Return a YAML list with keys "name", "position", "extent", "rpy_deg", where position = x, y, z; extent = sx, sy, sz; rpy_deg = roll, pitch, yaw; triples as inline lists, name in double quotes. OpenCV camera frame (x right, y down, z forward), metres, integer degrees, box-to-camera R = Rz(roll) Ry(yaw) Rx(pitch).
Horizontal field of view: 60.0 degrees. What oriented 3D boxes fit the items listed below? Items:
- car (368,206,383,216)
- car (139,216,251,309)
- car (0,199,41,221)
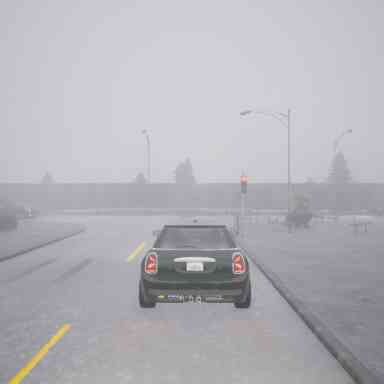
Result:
- name: "car"
  position: [19.316, 1.547, 30.640]
  extent: [5.357, 1.411, 2.033]
  rpy_deg: [0, 0, 0]
- name: "car"
  position: [0.075, 1.352, 8.061]
  extent: [2.097, 1.767, 4.553]
  rpy_deg: [0, 0, 1]
- name: "car"
  position: [-14.565, 1.352, 26.499]
  extent: [4.553, 1.767, 2.097]
  rpy_deg: [0, 0, 0]
